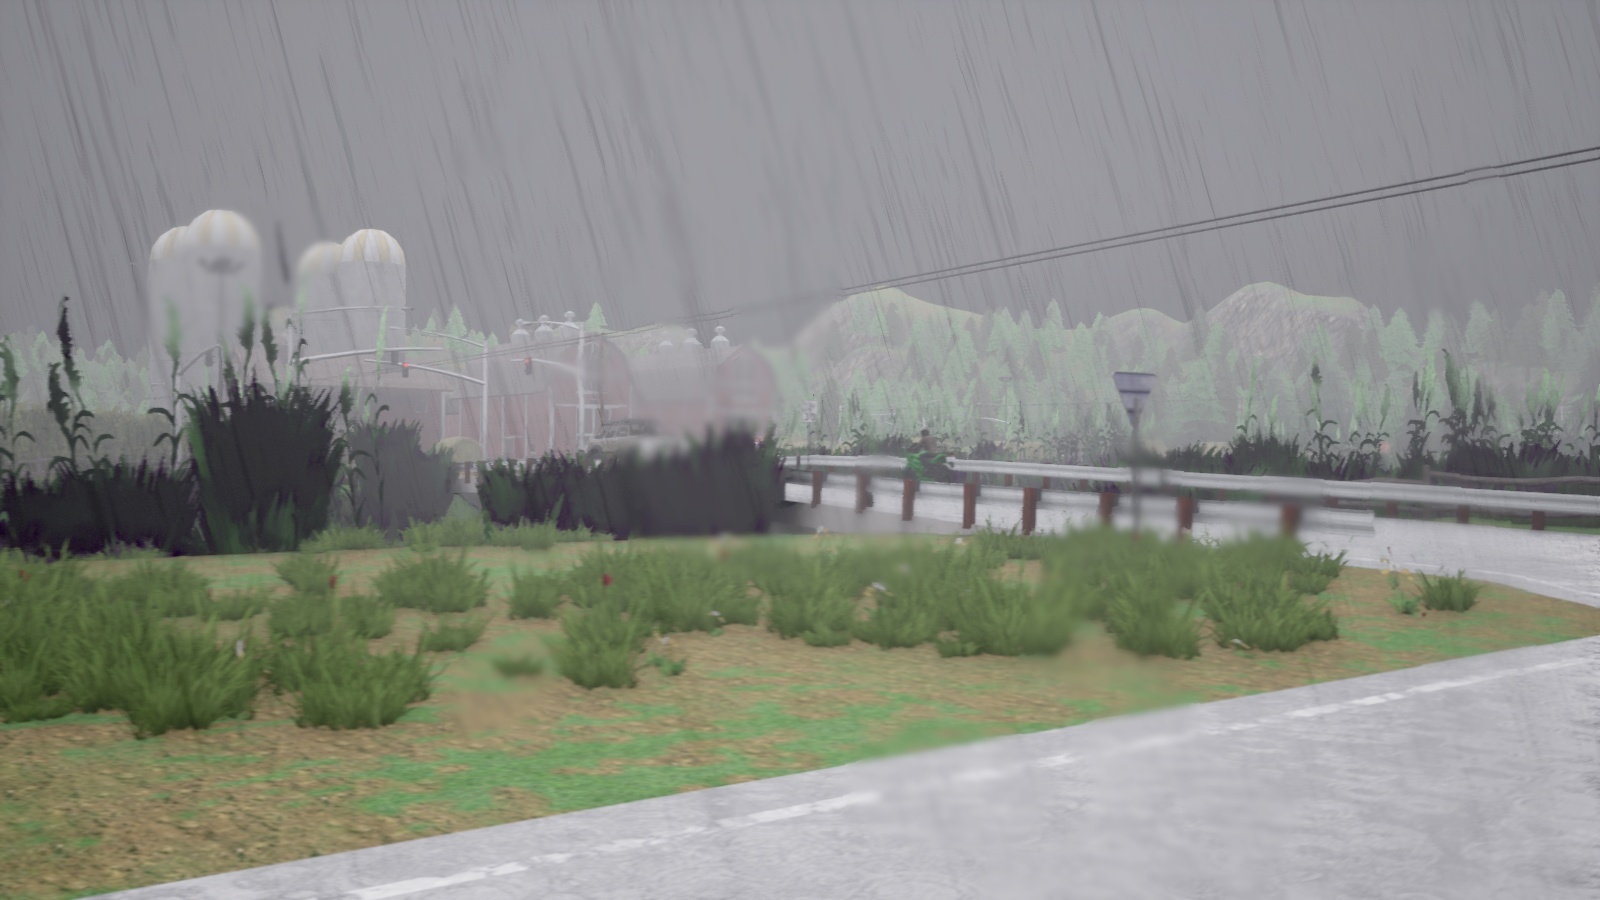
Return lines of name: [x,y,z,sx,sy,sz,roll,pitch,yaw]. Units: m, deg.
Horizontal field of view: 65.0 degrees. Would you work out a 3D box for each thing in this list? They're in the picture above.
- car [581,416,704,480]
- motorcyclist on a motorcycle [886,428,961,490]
car: [-4.914,-0.046,38.608,1.932,1.855,4.605,0,0,-33]
motorcyclist on a motorcycle: [3.182,0.210,32.501,0.797,1.523,2.044,0,2,-33]
